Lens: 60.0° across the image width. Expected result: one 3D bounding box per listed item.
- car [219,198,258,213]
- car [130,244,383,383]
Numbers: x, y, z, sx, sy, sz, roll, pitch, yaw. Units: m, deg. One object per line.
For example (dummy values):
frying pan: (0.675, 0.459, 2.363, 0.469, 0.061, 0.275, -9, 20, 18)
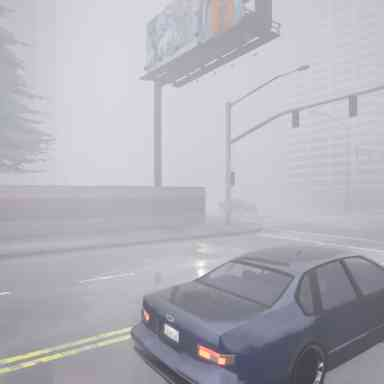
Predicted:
car: (5.055, 1.477, 36.840, 1.882, 1.535, 5.008, 0, 0, -35)
car: (1.796, 1.547, 5.044, 5.357, 1.411, 2.033, 0, 0, -37)
